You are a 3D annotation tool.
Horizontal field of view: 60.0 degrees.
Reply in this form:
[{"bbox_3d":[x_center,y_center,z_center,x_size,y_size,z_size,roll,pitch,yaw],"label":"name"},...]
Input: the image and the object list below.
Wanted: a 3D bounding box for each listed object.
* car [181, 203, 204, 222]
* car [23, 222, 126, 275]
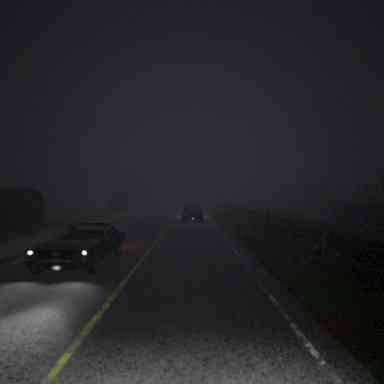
[{"bbox_3d":[0.072,1.903,29.260,1.895,1.301,4.718,0,-1,0],"label":"car"},{"bbox_3d":[-3.550,1.715,10.952,1.895,1.301,4.718,0,-1,1],"label":"car"}]
